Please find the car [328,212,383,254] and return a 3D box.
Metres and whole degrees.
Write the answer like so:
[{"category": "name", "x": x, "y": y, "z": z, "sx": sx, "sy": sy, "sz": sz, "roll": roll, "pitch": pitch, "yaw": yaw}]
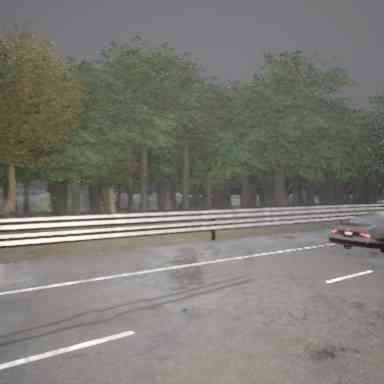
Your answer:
[{"category": "car", "x": 7.789, "y": 1.540, "z": 13.396, "sx": 5.357, "sy": 1.411, "sz": 2.033, "roll": 0, "pitch": 1, "yaw": -32}]
